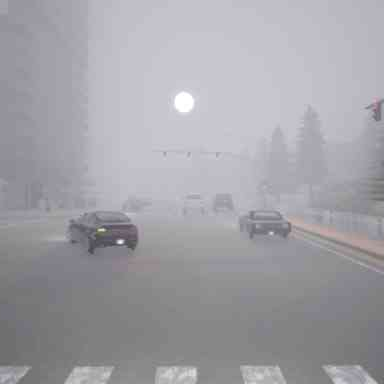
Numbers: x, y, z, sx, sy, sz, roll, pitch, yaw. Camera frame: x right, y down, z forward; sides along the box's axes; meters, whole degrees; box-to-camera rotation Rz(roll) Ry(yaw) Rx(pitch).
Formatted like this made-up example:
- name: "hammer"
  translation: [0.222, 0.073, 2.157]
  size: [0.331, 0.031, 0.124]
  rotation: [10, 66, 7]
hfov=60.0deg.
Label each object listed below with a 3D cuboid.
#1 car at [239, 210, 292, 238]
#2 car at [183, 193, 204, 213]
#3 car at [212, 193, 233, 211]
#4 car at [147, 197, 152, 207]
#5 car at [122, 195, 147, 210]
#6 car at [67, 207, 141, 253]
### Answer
- name: "car"
  translation: [3.624, 1.582, 17.393]
  size: [1.895, 1.301, 4.718]
  rotation: [0, 0, 0]
- name: "car"
  translation: [0.157, 1.176, 36.548]
  size: [2.150, 2.045, 5.566]
  rotation: [0, 0, 0]
- name: "car"
  translation: [3.663, 1.170, 40.225]
  size: [2.150, 2.045, 5.566]
  rotation: [0, 0, 0]
- name: "car"
  translation: [-7.114, 1.488, 50.823]
  size: [2.033, 1.411, 5.357]
  rotation: [0, 0, -2]
- name: "car"
  translation: [-7.022, 1.446, 39.437]
  size: [2.128, 1.511, 4.902]
  rotation: [0, 0, 0]
- name: "car"
  translation: [-3.820, 1.514, 13.834]
  size: [1.837, 1.490, 4.892]
  rotation: [1, -1, -32]
